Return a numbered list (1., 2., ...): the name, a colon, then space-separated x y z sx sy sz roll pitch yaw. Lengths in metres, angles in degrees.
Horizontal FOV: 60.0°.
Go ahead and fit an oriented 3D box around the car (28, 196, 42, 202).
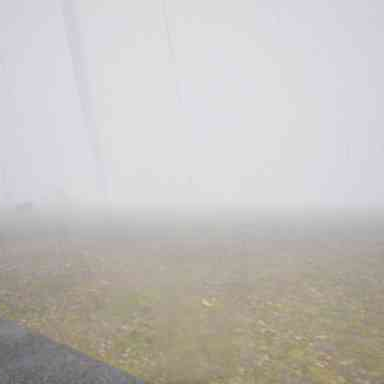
1. car: -37.275 1.618 80.802 1.882 1.535 5.008 0 0 34
